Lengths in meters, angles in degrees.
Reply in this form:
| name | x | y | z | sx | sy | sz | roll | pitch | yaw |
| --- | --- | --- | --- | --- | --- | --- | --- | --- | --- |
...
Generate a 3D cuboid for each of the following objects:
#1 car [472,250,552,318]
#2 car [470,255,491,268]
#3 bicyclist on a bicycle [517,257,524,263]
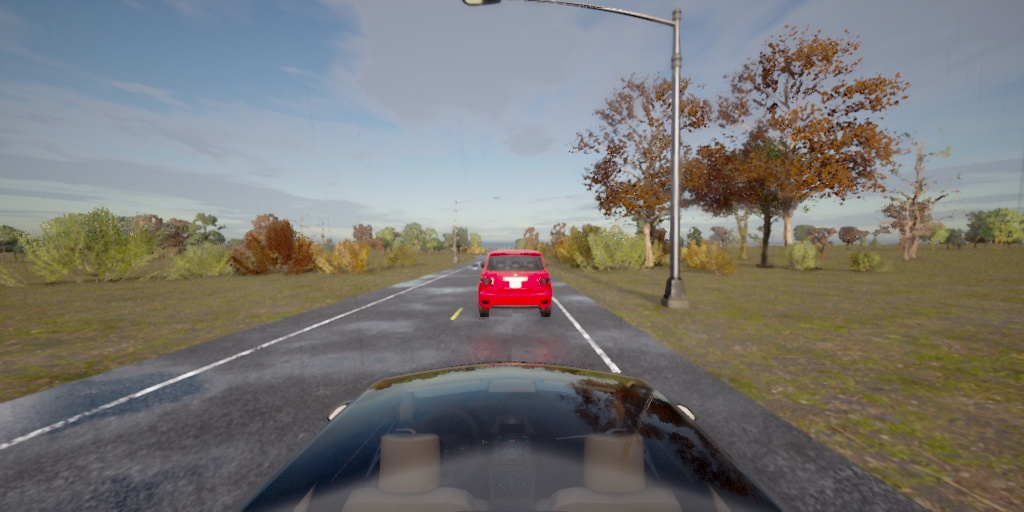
| name | x | y | z | sx | sy | sz | roll | pitch | yaw |
| --- | --- | --- | --- | --- | --- | --- | --- | --- | --- |
| car | 0.084 | 0.798 | 12.269 | 2.150 | 2.045 | 5.566 | 0 | 1 | 0 |
| car | -3.702 | 0.611 | 43.081 | 2.033 | 1.411 | 5.357 | 0 | 1 | -1 |
| bicyclist on a bicycle | 0.898 | 0.550 | 36.087 | 0.659 | 1.776 | 1.843 | 0 | 1 | 0 |
